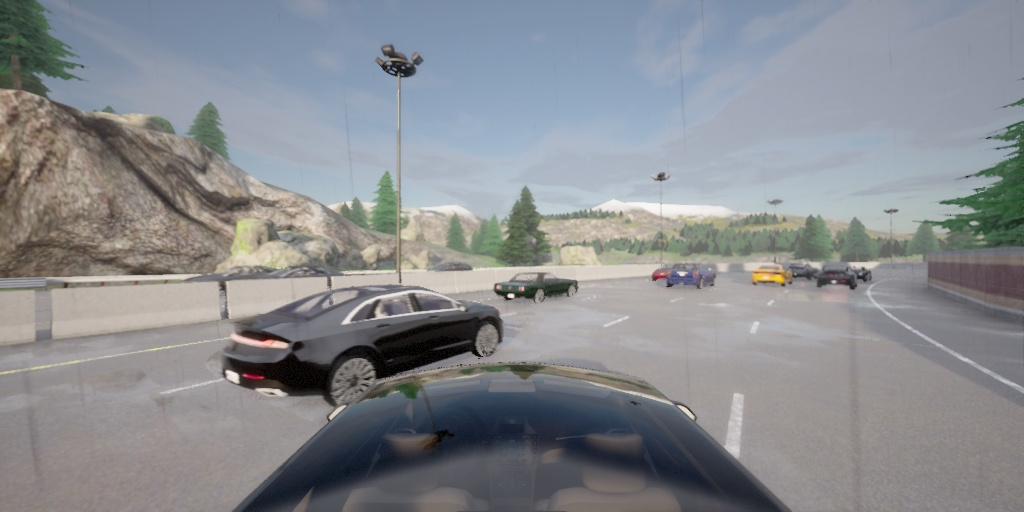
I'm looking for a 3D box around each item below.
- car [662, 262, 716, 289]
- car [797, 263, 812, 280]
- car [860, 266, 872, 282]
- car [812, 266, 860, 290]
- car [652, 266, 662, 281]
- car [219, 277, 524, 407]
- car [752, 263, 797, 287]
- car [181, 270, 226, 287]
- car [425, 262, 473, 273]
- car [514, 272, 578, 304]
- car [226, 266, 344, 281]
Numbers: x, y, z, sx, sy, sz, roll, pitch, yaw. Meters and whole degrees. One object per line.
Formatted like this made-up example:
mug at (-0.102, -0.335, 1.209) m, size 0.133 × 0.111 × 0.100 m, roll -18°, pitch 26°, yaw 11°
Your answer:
car at (12.266, 1.222, 24.370) m, size 2.097 × 1.767 × 4.553 m, roll 0°, pitch 0°, yaw 43°
car at (27.103, 1.432, 33.516) m, size 4.902 × 1.511 × 2.128 m, roll 0°, pitch 0°, yaw -40°
car at (29.899, 1.538, 31.312) m, size 4.718 × 1.301 × 1.895 m, roll 0°, pitch 0°, yaw -40°
car at (22.073, 1.396, 24.330) m, size 4.892 × 1.490 × 1.837 m, roll 0°, pitch 0°, yaw -44°
car at (13.767, 1.465, 30.909) m, size 4.181 × 1.385 × 1.994 m, roll 0°, pitch 0°, yaw -44°
car at (-2.044, 1.256, 6.355) m, size 2.128 × 1.511 × 4.902 m, roll 0°, pitch 0°, yaw 34°
car at (19.282, 1.372, 26.492) m, size 5.008 × 1.535 × 1.882 m, roll 0°, pitch 0°, yaw -45°
car at (-14.569, 1.285, 19.330) m, size 2.128 × 1.511 × 4.902 m, roll 0°, pitch 0°, yaw 36°
car at (-6.254, 1.383, 35.484) m, size 1.837 × 1.490 × 4.892 m, roll 0°, pitch 0°, yaw 42°
car at (1.325, 1.418, 17.033) m, size 1.895 × 1.301 × 4.718 m, roll 0°, pitch 0°, yaw 38°
car at (-11.044, 1.288, 18.253) m, size 2.128 × 1.511 × 4.902 m, roll 0°, pitch 0°, yaw 36°
